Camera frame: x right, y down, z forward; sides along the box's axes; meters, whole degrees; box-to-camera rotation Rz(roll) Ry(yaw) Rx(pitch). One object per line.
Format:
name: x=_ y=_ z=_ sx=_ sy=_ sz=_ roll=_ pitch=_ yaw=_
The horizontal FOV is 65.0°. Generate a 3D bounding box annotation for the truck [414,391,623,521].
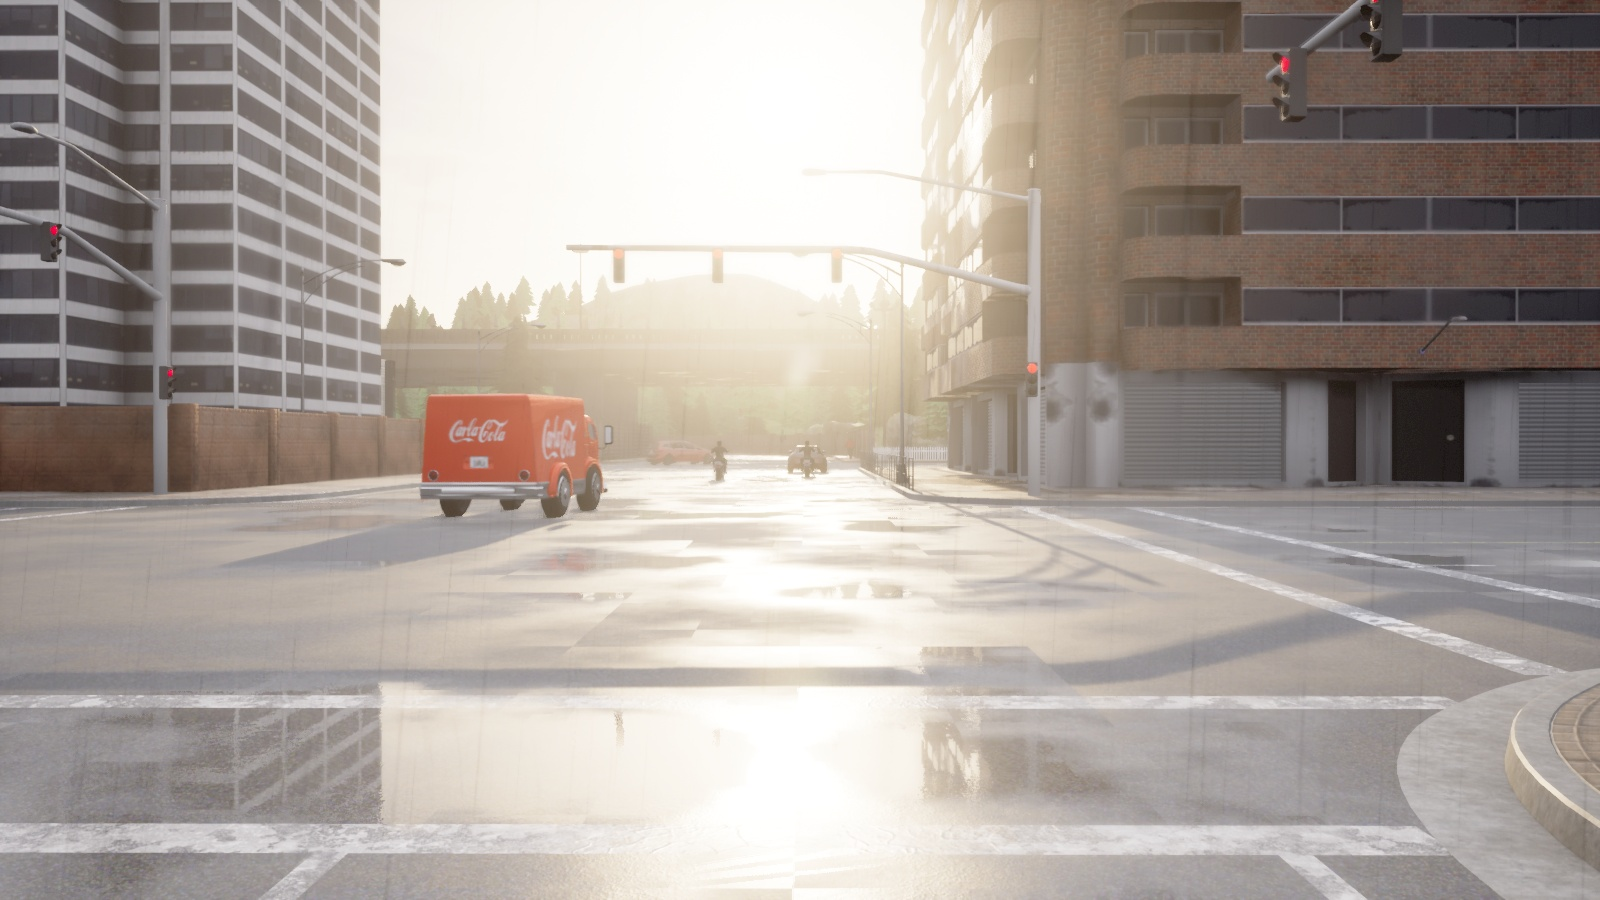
truck: x=-5.772 y=0.105 z=26.635 sx=2.627 sy=2.467 sz=5.204 roll=0 pitch=0 yaw=8

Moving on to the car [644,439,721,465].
car: x=-7.835 y=0.093 z=83.616 sx=4.611 sy=1.667 sz=2.242 roll=0 pitch=1 yaw=-33

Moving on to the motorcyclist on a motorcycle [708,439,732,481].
motorcyclist on a motorcycle: x=-3.206 y=0.409 z=50.515 sx=0.766 sy=1.649 sz=2.350 roll=0 pitch=0 yaw=0

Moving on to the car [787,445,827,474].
car: x=0.367 y=0.450 z=63.841 sx=1.994 sy=1.385 sz=4.181 roll=0 pitch=0 yaw=0
